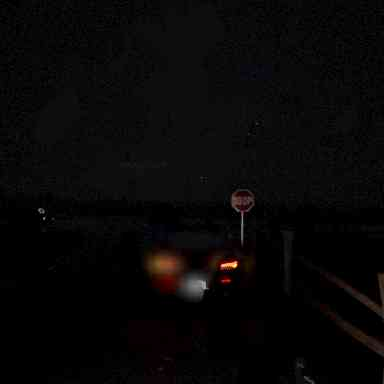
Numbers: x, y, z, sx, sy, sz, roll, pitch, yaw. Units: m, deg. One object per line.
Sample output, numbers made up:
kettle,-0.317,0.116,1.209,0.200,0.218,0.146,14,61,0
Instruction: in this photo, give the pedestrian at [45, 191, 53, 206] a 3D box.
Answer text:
pedestrian,-12.037,0.779,27.990,0.375,1.860,0.375,0,1,0

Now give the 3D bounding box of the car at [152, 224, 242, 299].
car,0.091,1.519,8.305,1.812,1.442,4.674,0,0,0

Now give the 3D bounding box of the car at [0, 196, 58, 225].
car,-11.282,1.088,21.857,4.553,1.767,2.097,2,3,4
